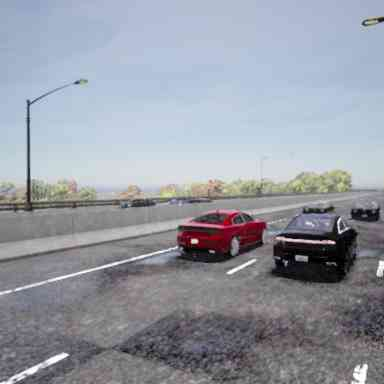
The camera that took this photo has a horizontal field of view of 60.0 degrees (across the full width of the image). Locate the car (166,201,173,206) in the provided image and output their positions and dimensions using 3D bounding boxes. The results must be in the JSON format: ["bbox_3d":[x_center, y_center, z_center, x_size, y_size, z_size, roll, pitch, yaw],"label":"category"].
[{"bbox_3d":[-0.866,1.225,36.246,2.097,1.767,4.553,0,0,32],"label":"car"}]

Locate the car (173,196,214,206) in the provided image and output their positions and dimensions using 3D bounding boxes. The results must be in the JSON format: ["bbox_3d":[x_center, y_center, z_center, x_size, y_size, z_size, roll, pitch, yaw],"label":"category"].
[{"bbox_3d":[0.551,1.390,31.874,1.837,1.490,4.892,0,0,32],"label":"car"}]

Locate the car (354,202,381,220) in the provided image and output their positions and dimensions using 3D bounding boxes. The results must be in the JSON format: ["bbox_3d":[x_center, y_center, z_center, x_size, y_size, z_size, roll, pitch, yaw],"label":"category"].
[{"bbox_3d":[14.015,1.473,26.668,1.895,1.301,4.718,0,0,32],"label":"car"}]

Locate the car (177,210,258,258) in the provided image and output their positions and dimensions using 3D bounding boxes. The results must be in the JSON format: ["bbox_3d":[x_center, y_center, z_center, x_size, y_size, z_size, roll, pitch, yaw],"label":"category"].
[{"bbox_3d":[1.383,1.429,12.807,1.882,1.535,5.008,0,0,32],"label":"car"}]

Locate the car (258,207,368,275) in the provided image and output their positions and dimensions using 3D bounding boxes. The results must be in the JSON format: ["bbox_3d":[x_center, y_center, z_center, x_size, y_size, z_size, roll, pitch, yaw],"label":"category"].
[{"bbox_3d":[4.037,1.445,10.440,2.128,1.511,4.902,0,0,32],"label":"car"}]

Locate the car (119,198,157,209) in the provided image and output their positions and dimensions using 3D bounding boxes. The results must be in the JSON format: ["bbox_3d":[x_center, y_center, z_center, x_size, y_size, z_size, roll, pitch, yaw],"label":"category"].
[{"bbox_3d":[-5.645,1.393,35.160,1.837,1.490,4.892,0,0,32],"label":"car"}]

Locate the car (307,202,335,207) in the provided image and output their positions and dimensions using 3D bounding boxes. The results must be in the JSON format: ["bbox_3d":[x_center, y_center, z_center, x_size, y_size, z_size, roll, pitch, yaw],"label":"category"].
[{"bbox_3d":[10.942,1.474,28.352,1.895,1.301,4.718,0,0,32],"label":"car"}]
